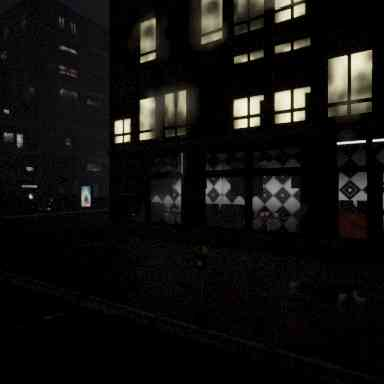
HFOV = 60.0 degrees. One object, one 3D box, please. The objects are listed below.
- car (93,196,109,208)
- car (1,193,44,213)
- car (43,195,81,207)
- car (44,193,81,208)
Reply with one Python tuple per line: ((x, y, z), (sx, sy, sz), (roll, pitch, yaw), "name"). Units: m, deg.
((-9.837, 1.072, 38.210), (1.947, 1.339, 4.313), (1, 2, 35), "car")
((-16.185, 1.029, 29.106), (2.192, 1.841, 5.009), (1, 2, 35), "car")
((-16.745, 1.074, 42.954), (1.802, 1.307, 4.206), (1, 2, 35), "car")
((-15.676, 0.883, 39.983), (2.097, 1.767, 4.553), (0, 1, 35), "car")
